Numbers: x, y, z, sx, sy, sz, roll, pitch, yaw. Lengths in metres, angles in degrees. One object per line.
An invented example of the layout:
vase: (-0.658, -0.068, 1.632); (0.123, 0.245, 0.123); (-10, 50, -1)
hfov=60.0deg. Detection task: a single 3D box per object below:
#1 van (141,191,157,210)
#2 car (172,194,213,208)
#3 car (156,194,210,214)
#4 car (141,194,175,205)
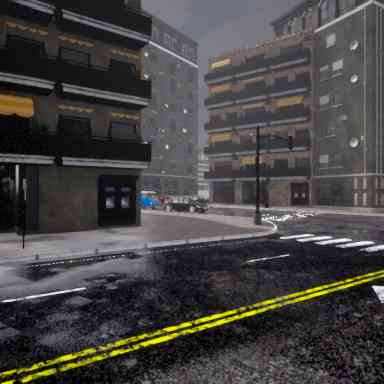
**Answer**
van: (-5.024, 0.818, 32.609); (3.998, 1.788, 1.690); (1, 0, 37)
car: (0.013, 1.042, 39.301); (4.403, 1.369, 2.008); (1, 0, 37)
car: (-0.604, 1.138, 29.301); (4.403, 1.369, 2.008); (1, 0, 37)
car: (-4.414, 0.962, 42.608); (4.206, 1.307, 1.802); (1, 0, 37)
